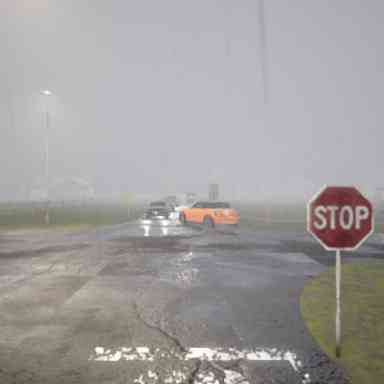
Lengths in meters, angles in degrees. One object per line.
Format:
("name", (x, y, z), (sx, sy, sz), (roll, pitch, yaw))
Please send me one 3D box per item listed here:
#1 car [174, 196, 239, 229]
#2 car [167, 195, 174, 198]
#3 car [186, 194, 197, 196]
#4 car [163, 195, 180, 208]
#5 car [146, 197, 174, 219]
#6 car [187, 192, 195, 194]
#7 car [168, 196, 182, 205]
("car", (0.998, 1.341, 21.866), (2.097, 1.767, 4.553), (1, 0, -32))
("car", (-2.917, 1.469, 38.436), (2.128, 1.511, 4.902), (0, 0, 0))
("car", (-0.149, 1.503, 60.916), (2.033, 1.411, 5.357), (0, 0, 0))
("car", (-2.932, 1.320, 48.447), (2.097, 1.767, 4.553), (0, 0, 0))
("car", (-2.890, 1.489, 29.306), (1.837, 1.490, 4.892), (0, 0, 0))
("car", (-0.175, 1.002, 71.365), (2.150, 2.045, 5.566), (0, 0, 0))
("car", (-2.952, 1.505, 58.940), (2.033, 1.411, 5.357), (0, 0, 0))
